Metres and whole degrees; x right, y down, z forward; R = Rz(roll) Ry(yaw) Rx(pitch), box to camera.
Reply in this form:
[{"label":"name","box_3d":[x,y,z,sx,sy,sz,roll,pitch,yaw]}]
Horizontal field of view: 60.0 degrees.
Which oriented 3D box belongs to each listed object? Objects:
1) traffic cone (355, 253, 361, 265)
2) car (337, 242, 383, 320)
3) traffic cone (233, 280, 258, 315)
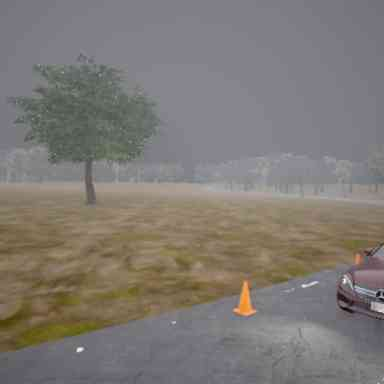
[{"label":"traffic cone","box_3d":[4.757,2.053,9.529,0.340,0.580,0.340,1,0,-41]},{"label":"car","box_3d":[4.781,1.611,6.837,4.674,1.442,1.812,1,0,-41]},{"label":"traffic cone","box_3d":[1.029,2.000,6.399,0.340,0.580,0.340,1,0,-39]}]
